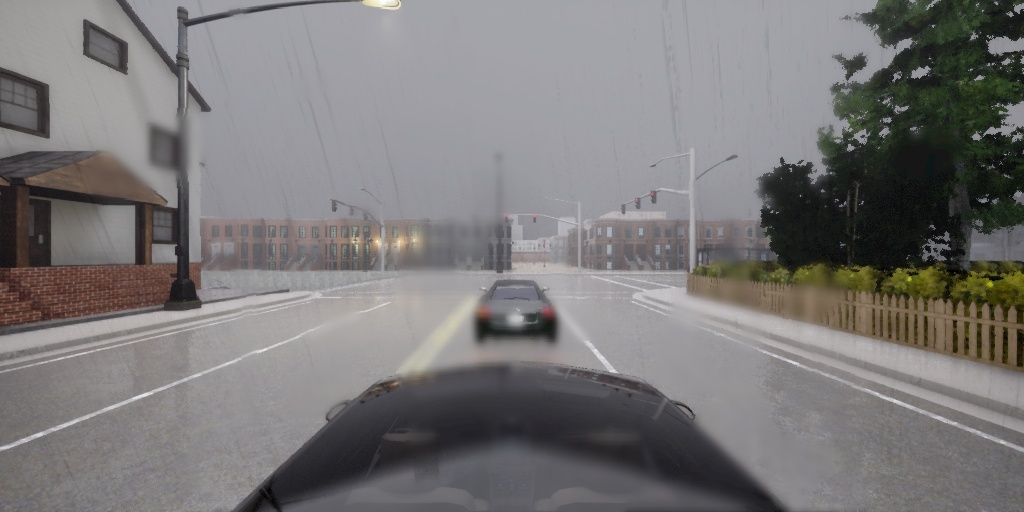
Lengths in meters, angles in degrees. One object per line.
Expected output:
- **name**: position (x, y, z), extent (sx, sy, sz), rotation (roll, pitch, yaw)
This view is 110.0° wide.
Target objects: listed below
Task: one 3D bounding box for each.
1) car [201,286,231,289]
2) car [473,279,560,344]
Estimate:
- **car**: position (-22.429, 3.308, 26.870), extent (5.566, 2.045, 2.150), rotation (-13, 1, -1)
- **car**: position (0.102, 1.314, 9.612), extent (1.994, 1.385, 4.181), rotation (0, 0, 0)
